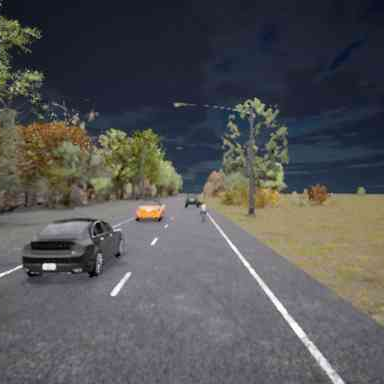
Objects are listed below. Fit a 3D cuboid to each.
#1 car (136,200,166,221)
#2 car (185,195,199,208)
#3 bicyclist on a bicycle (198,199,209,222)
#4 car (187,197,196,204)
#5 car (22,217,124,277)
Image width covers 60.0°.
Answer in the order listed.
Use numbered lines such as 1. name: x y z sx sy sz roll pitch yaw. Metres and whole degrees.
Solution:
1. car: -3.429 1.484 28.546 2.097 1.767 4.553 0 0 0
2. car: 0.002 1.479 54.987 2.150 2.045 5.566 0 0 0
3. bicyclist on a bicycle: 0.915 1.557 26.035 0.866 1.612 1.509 0 0 0
4. car: -0.069 1.827 74.779 1.882 1.535 5.008 0 0 0
5. car: -3.412 1.553 10.370 1.837 1.490 4.892 0 0 0
